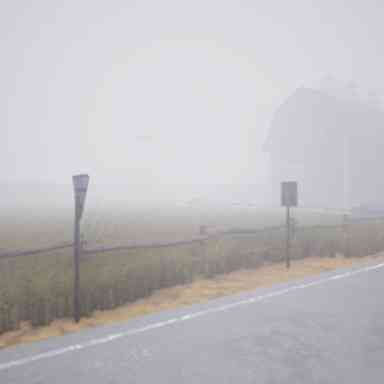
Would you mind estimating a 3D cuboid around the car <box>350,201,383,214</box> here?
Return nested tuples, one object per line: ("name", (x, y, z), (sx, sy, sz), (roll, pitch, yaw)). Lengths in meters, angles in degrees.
("car", (14.484, 1.454, 24.876), (1.882, 1.535, 5.008), (0, 0, -33))

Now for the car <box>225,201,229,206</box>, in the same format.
("car", (2.943, 1.521, 46.101), (2.033, 1.411, 5.357), (0, 0, -32))

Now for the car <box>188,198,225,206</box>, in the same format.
("car", (1.516, 1.501, 41.787), (1.837, 1.490, 4.892), (0, 0, -39))
